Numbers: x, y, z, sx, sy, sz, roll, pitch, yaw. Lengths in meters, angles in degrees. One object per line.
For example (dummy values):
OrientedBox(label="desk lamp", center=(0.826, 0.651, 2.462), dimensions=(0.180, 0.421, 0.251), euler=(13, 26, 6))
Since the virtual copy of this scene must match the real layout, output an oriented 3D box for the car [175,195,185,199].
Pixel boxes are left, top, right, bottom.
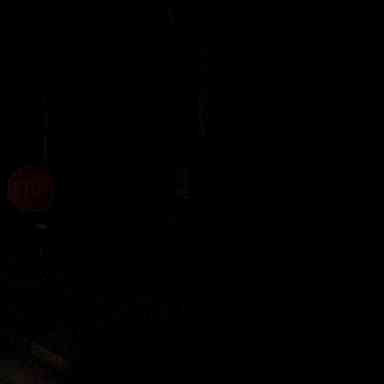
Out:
OrientedBox(label="car", center=(-3.490, 1.463, 85.830), dimensions=(4.193, 1.474, 1.816), euler=(0, 0, 37))
